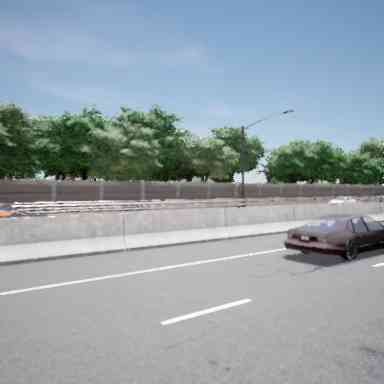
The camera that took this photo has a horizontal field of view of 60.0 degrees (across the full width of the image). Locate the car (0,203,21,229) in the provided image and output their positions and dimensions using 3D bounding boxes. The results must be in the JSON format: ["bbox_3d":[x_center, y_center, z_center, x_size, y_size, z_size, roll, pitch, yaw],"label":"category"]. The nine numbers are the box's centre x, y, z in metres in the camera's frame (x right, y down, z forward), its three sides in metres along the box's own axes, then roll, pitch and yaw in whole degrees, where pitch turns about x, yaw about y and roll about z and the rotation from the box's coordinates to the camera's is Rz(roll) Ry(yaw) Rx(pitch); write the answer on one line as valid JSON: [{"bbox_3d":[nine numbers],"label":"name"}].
[{"bbox_3d":[-13.298,1.501,20.304,4.892,1.490,1.837,0,0,-36],"label":"car"}]

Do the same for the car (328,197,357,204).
[{"bbox_3d":[19.979,1.374,44.045,4.674,1.442,1.812,0,0,-35],"label":"car"}]

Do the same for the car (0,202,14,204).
[{"bbox_3d":[-11.376,1.349,17.375,4.553,1.767,2.097,0,0,-36],"label":"car"}]

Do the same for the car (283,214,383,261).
[{"bbox_3d":[5.666,1.509,12.095,5.357,1.411,2.033,0,0,-35],"label":"car"}]

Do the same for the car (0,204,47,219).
[{"bbox_3d":[-8.991,1.487,14.778,4.902,1.511,2.128,0,0,-36],"label":"car"}]

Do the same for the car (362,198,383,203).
[{"bbox_3d":[23.276,1.407,42.094,4.181,1.385,1.994,0,0,-35],"label":"car"}]
